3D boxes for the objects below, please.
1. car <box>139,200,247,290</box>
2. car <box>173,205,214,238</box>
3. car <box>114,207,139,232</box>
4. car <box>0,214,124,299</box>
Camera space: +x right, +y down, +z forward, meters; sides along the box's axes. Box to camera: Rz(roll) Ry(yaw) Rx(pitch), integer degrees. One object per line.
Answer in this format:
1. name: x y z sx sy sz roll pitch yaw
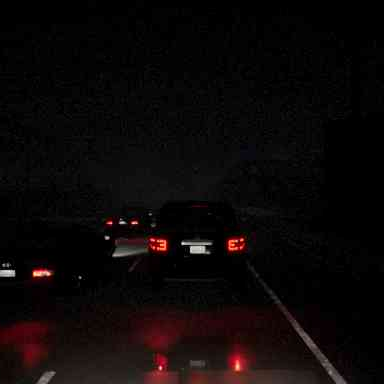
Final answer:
1. car: 0.095 1.221 9.188 2.150 2.045 5.566 0 0 0
2. car: 0.091 1.547 19.119 2.033 1.411 5.357 0 0 0
3. car: -3.412 1.547 18.719 2.033 1.411 5.357 0 0 0
4. car: -3.410 1.547 8.648 2.033 1.411 5.357 0 0 0
